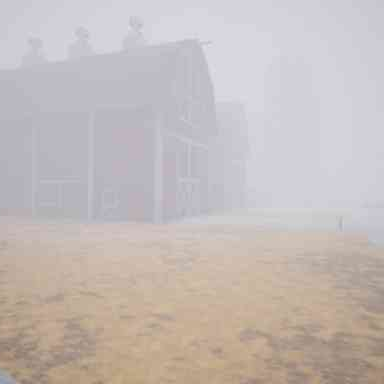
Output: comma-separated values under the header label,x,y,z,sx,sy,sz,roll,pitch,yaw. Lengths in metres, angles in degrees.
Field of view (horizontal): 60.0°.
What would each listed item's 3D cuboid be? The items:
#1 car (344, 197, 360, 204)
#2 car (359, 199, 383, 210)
label,x,y,z,sx,sy,sz,roll,pitch,yaw
car,39.820,2.086,80.792,3.988,1.617,1.851,1,0,21
car,27.927,1.994,49.997,4.181,1.381,1.994,1,0,21
